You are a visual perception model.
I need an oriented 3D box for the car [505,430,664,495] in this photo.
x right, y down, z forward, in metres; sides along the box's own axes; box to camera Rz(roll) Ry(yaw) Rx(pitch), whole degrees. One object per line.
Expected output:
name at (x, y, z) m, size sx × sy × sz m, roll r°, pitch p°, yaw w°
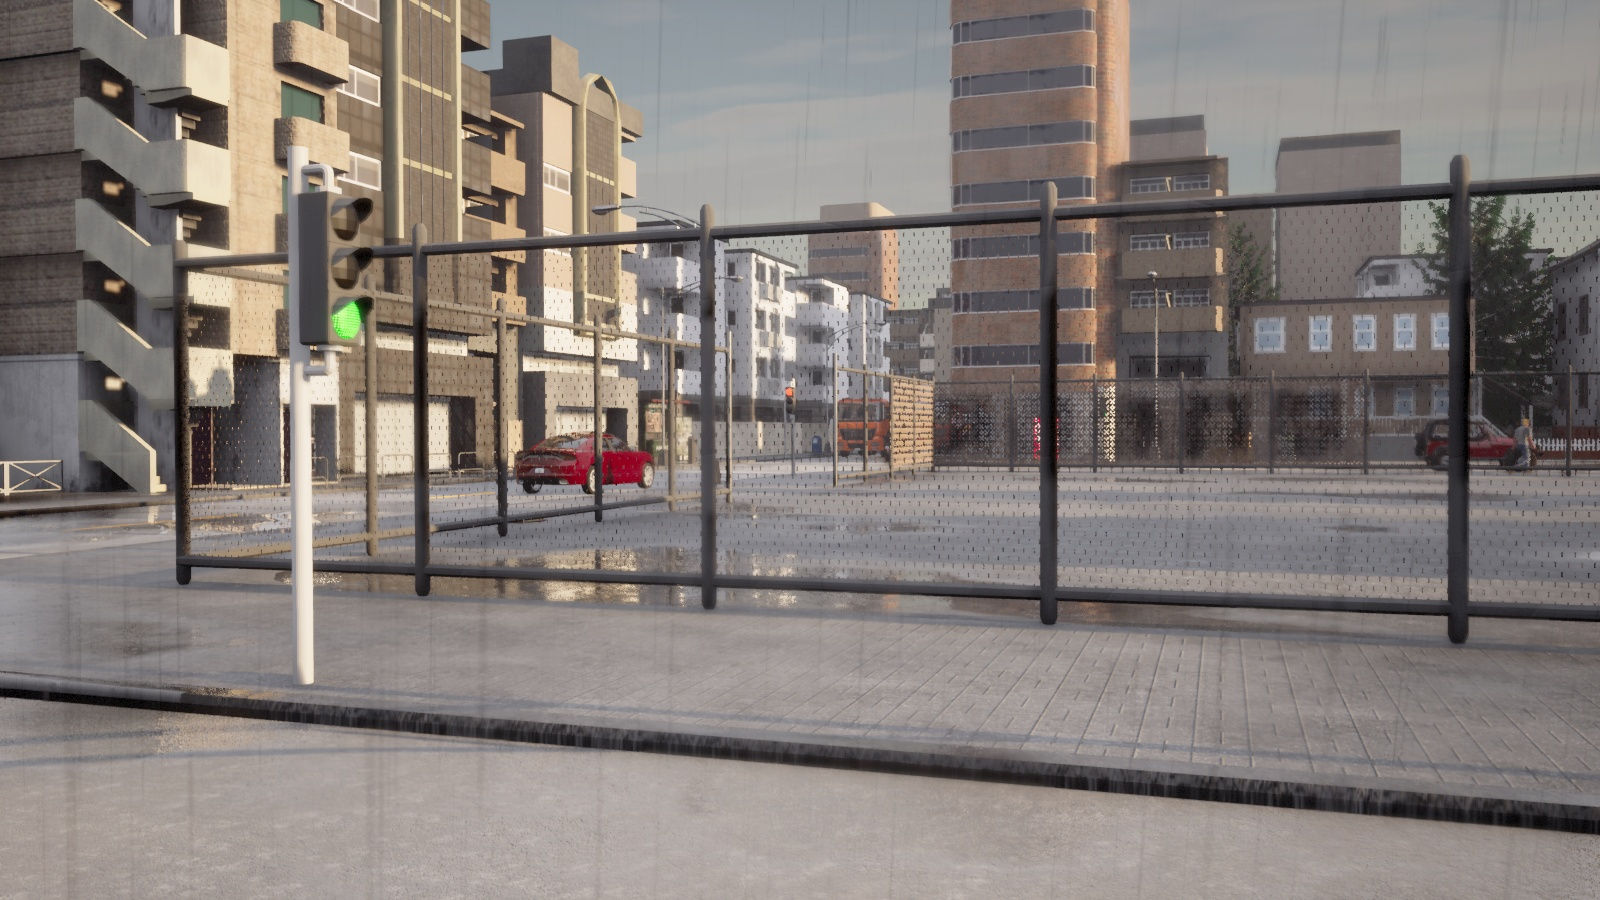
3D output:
car at (-5.473, 0.262, 32.603) m, size 1.882 × 1.535 × 5.008 m, roll 1°, pitch 1°, yaw 19°

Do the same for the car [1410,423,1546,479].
car at (23.479, 0.012, 43.646) m, size 3.866 × 1.878 × 1.905 m, roll 1°, pitch 1°, yaw 19°

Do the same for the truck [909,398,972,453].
truck at (10.383, -1.776, 92.243) m, size 2.891 × 3.827 × 8.468 m, roll 1°, pitch 1°, yaw 18°

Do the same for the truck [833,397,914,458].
truck at (4.478, -1.336, 74.755) m, size 2.891 × 3.462 × 7.936 m, roll 1°, pitch 1°, yaw 18°

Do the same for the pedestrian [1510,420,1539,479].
pedestrian at (22.910, -0.014, 39.715) m, size 0.706 × 1.836 × 0.354 m, roll 0°, pitch 1°, yaw -10°
